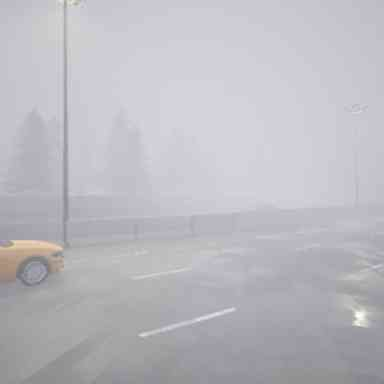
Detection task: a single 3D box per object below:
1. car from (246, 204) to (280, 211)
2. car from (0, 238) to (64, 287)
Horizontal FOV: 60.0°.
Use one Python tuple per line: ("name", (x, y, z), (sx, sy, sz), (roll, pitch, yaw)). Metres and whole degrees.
("car", (6.929, 1.873, 32.418), (4.674, 1.442, 1.812), (0, -1, -44))
("car", (-5.810, 1.629, 8.182), (5.008, 1.535, 1.882), (0, 0, -35))
